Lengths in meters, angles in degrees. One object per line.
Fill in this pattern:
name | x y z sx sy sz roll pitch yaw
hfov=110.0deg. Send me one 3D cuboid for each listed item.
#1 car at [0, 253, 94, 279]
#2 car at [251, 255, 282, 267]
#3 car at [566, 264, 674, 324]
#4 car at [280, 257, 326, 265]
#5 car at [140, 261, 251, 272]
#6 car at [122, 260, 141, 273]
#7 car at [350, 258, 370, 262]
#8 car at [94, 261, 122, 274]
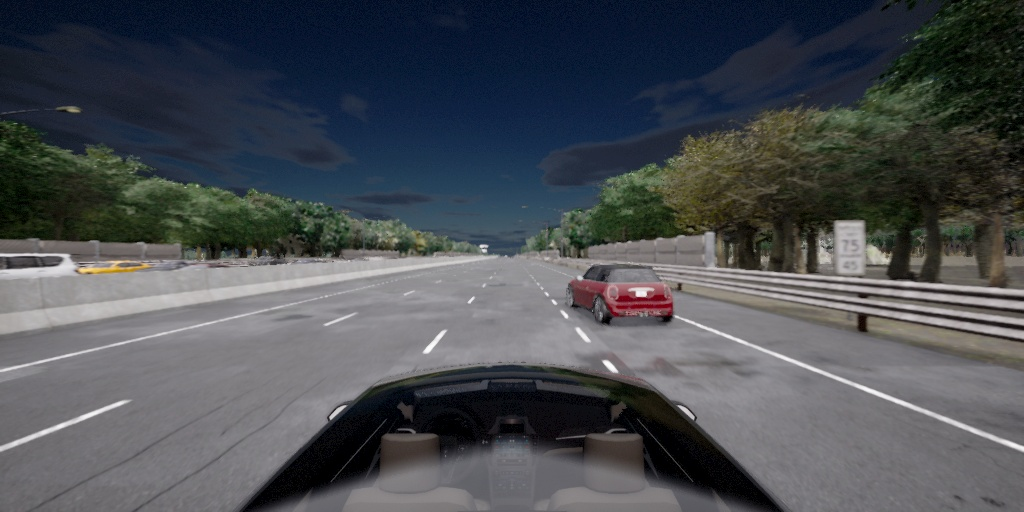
car | -21.096 0.893 14.279 2.150 2.045 5.566 0 0 0
car | -28.026 0.675 41.427 1.837 1.490 4.892 0 0 0
car | 3.294 1.036 11.888 2.097 1.767 4.553 0 0 -6
car | -21.048 1.034 37.003 2.128 1.511 4.902 0 0 0
car | -17.582 1.160 20.305 1.812 1.442 4.674 0 0 0
car | -24.590 1.092 26.200 2.128 1.511 4.902 0 0 0
car | -17.530 1.037 41.185 1.837 1.490 4.892 0 0 0
car | -28.094 1.081 25.346 1.882 1.535 5.008 0 0 0
